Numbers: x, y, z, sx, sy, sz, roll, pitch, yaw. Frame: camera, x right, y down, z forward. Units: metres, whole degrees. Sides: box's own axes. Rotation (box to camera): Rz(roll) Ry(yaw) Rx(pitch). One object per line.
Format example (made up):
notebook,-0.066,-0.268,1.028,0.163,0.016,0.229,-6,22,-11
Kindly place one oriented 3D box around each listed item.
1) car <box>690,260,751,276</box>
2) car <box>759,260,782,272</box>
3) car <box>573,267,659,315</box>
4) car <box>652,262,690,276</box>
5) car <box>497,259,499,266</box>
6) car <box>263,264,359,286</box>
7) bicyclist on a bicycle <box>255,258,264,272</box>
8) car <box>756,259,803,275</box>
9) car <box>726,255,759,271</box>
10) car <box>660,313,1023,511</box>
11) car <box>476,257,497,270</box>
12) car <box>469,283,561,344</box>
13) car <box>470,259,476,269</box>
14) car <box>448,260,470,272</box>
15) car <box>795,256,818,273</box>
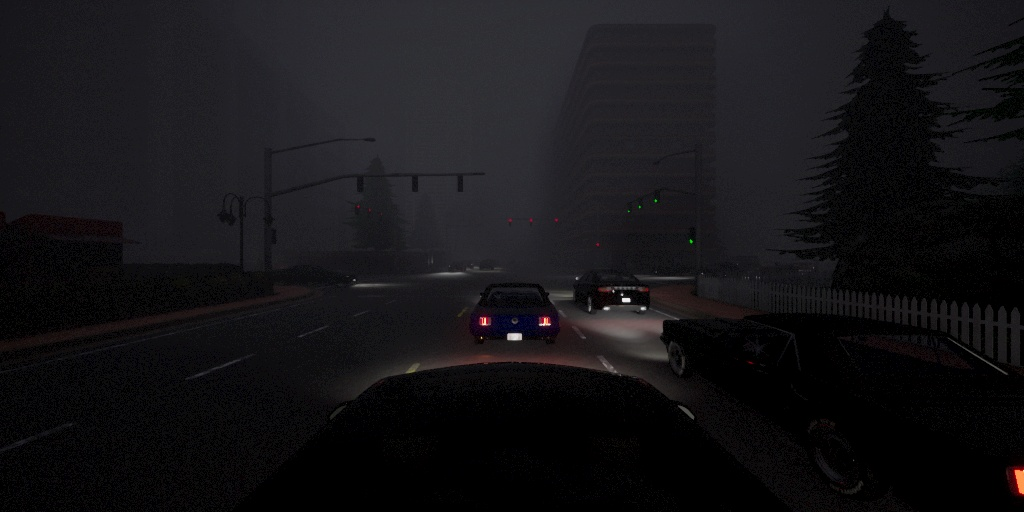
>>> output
car,19.554,1.295,33.638,4.718,1.301,1.895,0,0,-18
car,33.357,1.220,46.216,1.812,1.442,4.674,0,0,42
car,3.581,1.228,13.702,1.882,1.535,5.008,0,0,0
car,16.571,1.295,36.487,4.718,1.301,1.895,0,0,-14
car,-3.605,1.255,62.062,1.837,1.490,4.892,0,0,0
car,-13.377,1.244,24.364,5.357,1.411,2.033,0,0,0
bicyclist on a bicycle,-27.907,0.996,39.730,0.582,1.620,1.656,0,0,0
car,27.901,1.295,37.404,4.718,1.301,1.895,0,0,-31
car,25.629,0.916,40.092,5.566,2.045,2.150,0,0,-31
car,3.599,1.351,4.381,1.895,1.301,4.718,0,0,0
car,-3.622,1.228,51.963,1.882,1.535,5.008,0,0,0
car,0.070,1.351,9.494,1.895,1.301,4.718,0,0,0
car,-7.120,1.297,56.717,2.033,1.411,5.357,0,0,0
car,-7.123,1.351,47.066,1.895,1.301,4.718,0,0,0
car,35.546,0.916,43.446,2.150,2.045,5.566,0,0,44
